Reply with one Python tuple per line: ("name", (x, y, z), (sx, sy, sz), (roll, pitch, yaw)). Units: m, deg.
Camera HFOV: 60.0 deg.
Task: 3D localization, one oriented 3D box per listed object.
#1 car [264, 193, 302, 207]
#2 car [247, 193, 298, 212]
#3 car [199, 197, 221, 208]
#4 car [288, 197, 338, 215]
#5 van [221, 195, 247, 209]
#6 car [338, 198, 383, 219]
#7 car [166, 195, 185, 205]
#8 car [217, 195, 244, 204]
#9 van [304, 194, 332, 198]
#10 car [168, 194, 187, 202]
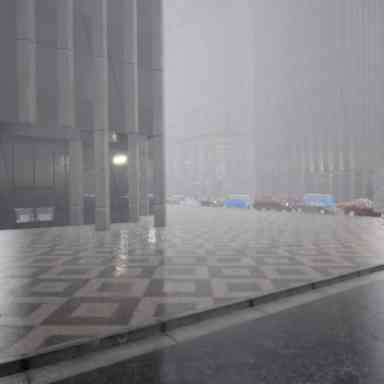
("car", (12.915, 1.118, 47.348), (2.192, 1.841, 5.009), (-1, 1, -35))
("car", (9.173, 1.281, 37.907), (2.192, 1.841, 5.009), (-1, 1, -35))
("car", (2.754, 1.362, 46.903), (1.967, 1.590, 4.097), (-1, 1, -35))
("car", (12.384, 1.540, 33.412), (2.008, 1.369, 4.403), (-1, 1, -35))
("van", (5.963, 1.285, 42.405), (1.690, 1.788, 3.998), (-1, 1, -35))
("car", (15.594, 1.558, 28.915), (1.887, 1.381, 4.507), (-1, 1, -35))
("car", (-3.665, 1.429, 55.899), (2.008, 1.369, 4.403), (-1, 1, -35))
("car", (6.403, 1.284, 56.485), (1.752, 1.417, 4.829), (-1, 1, -35))
("van", (16.123, 1.167, 42.850), (1.690, 1.788, 3.998), (-1, 1, -35))
("car", (-3.122, 1.245, 69.842), (2.008, 1.369, 4.403), (-1, 1, -35))
